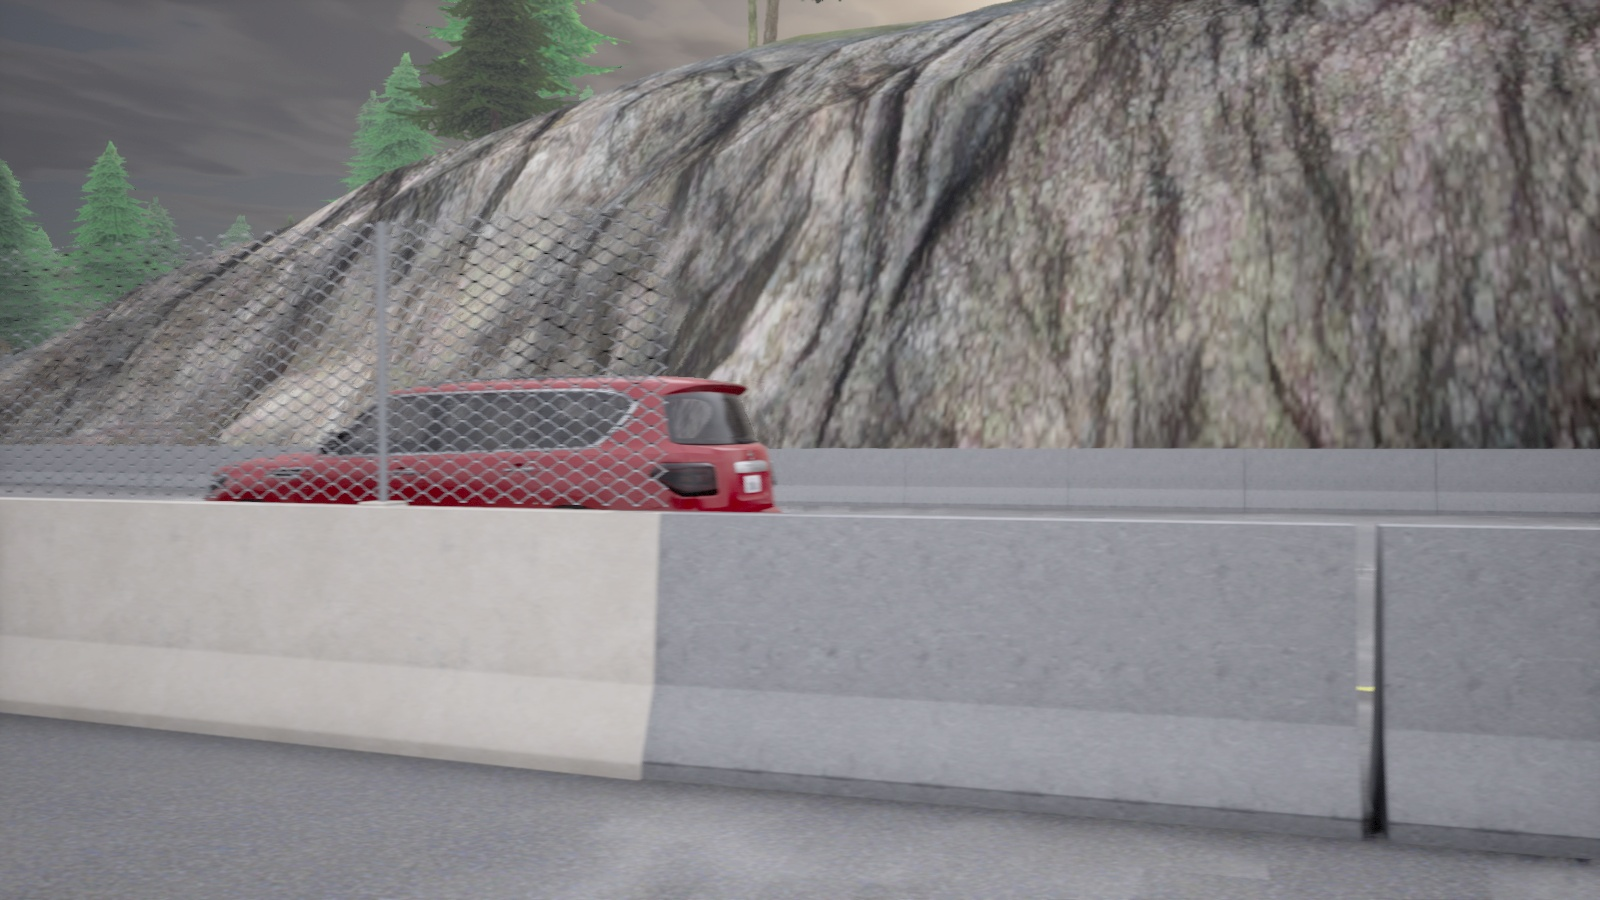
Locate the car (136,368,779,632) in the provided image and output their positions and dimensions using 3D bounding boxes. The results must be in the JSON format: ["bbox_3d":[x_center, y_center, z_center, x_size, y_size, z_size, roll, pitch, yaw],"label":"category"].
[{"bbox_3d":[-3.183,0.349,11.700,5.566,2.045,2.150,1,1,21],"label":"car"}]
